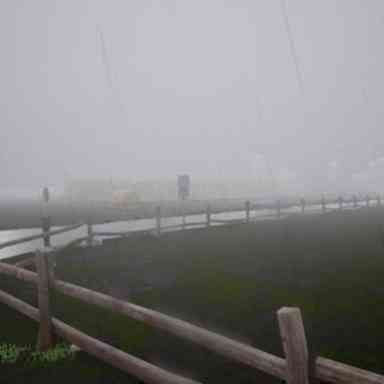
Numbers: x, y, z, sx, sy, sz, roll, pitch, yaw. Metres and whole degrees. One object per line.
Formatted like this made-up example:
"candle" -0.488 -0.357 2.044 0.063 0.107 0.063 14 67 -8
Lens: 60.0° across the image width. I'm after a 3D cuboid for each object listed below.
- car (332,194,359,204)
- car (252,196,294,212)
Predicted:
"car" 21.502 0.992 46.293 5.357 1.411 2.033 -1 1 -44
"car" 8.271 1.147 33.590 5.357 1.411 2.033 -1 1 -44
